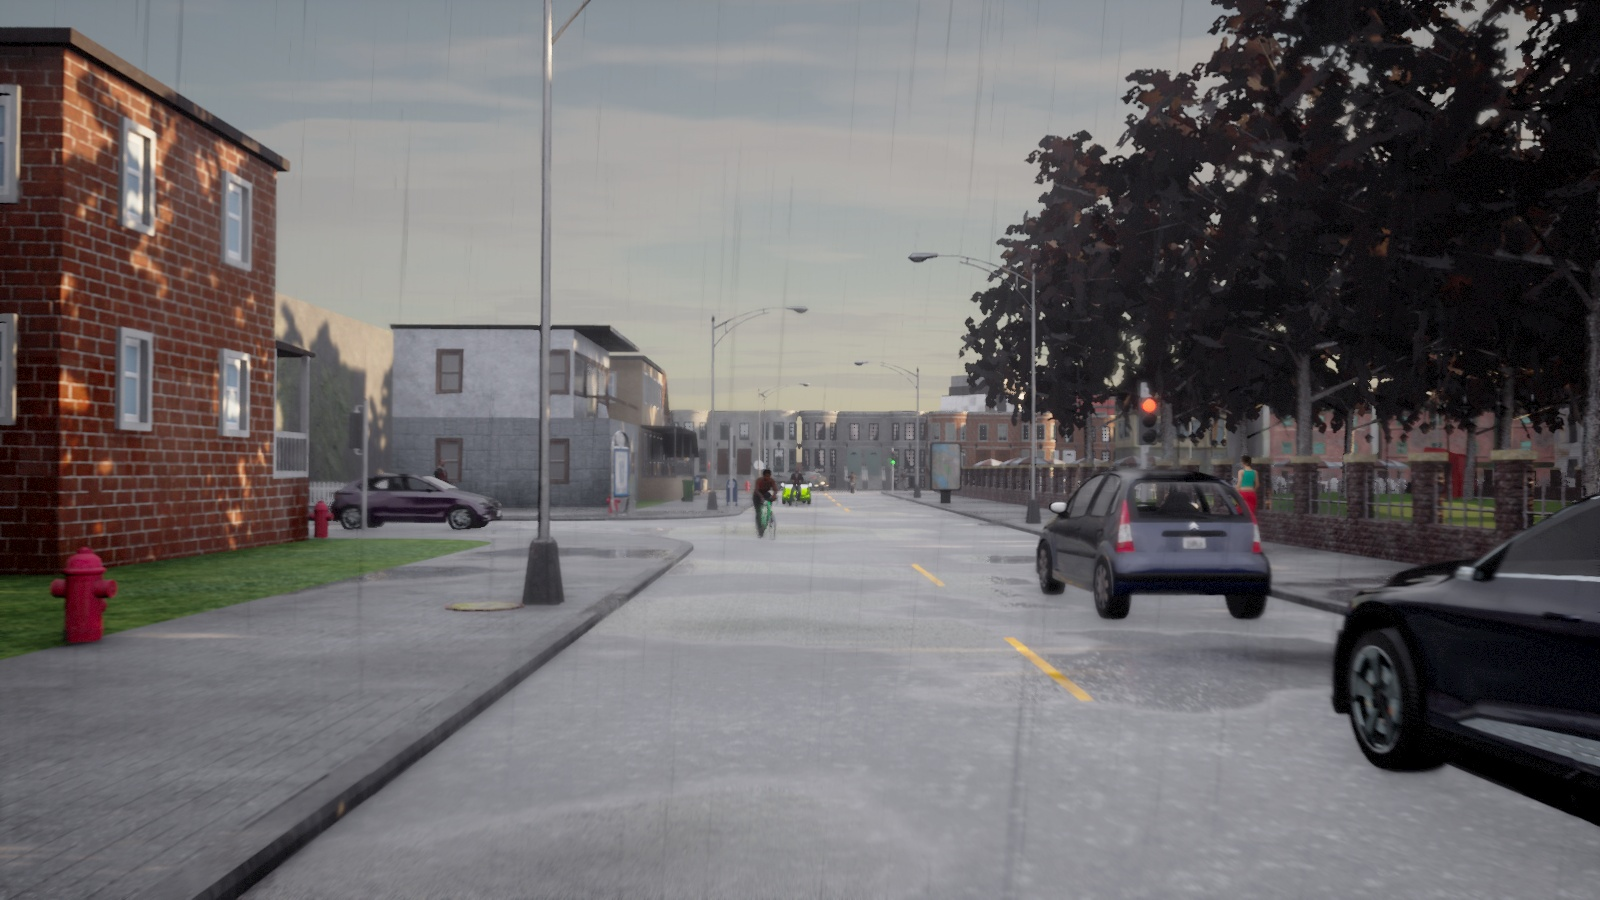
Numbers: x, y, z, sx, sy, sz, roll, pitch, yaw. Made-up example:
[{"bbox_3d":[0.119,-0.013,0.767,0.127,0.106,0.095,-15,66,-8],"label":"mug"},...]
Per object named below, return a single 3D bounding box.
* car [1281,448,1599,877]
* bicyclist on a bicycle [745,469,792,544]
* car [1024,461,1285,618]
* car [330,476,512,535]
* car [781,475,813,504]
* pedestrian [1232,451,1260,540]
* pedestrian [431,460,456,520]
[{"bbox_3d":[4.069,0.820,5.270,2.033,1.649,4.856,0,-1,-3],"label":"car"},{"bbox_3d":[-0.727,1.266,28.647,0.582,1.620,1.656,-2,0,-18],"label":"bicyclist on a bicycle"},{"bbox_3d":[4.024,0.956,14.983,1.851,1.617,3.988,0,-1,-2],"label":"car"},{"bbox_3d":[-9.839,1.435,32.820,4.193,1.474,1.816,0,-1,0],"label":"car"},{"bbox_3d":[-0.149,1.920,60.782,1.481,1.376,2.207,0,-1,0],"label":"car"},{"bbox_3d":[9.296,0.940,26.188,0.345,1.836,0.594,0,-1,0],"label":"pedestrian"},{"bbox_3d":[-11.245,1.254,39.625,0.720,1.854,0.376,-1,-1,32],"label":"pedestrian"}]
